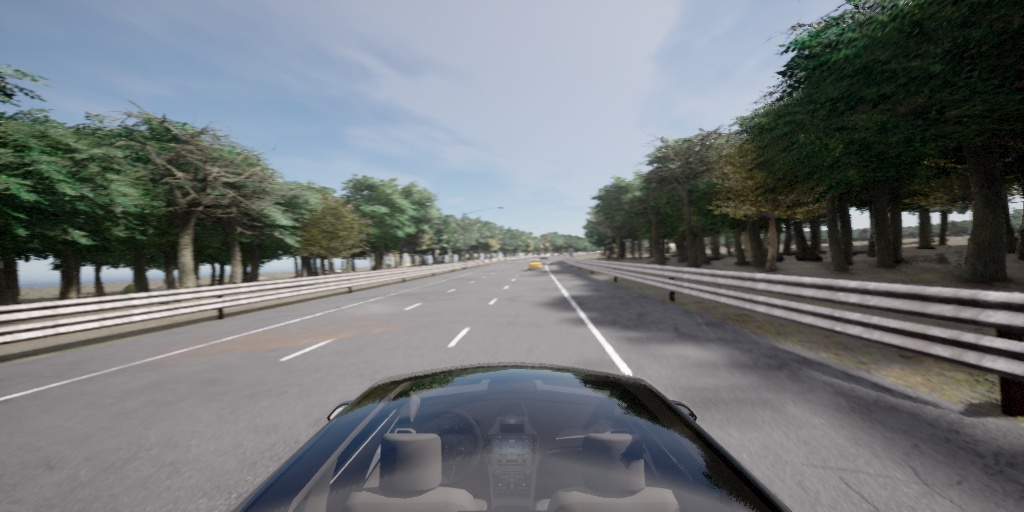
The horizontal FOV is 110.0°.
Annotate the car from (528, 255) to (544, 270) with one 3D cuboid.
[{"bbox_3d":[3.307,1.146,51.368,1.801,1.575,5.366,-3,0,5],"label":"car"}]
